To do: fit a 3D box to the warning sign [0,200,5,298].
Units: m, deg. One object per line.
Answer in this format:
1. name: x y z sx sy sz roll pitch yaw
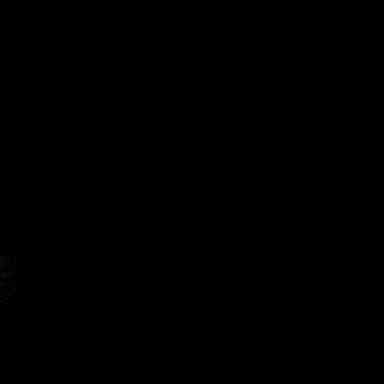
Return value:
1. warning sign: -4.452 1.109 6.233 1.060 1.860 1.300 -1 0 36
